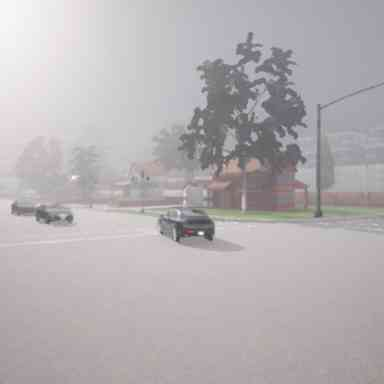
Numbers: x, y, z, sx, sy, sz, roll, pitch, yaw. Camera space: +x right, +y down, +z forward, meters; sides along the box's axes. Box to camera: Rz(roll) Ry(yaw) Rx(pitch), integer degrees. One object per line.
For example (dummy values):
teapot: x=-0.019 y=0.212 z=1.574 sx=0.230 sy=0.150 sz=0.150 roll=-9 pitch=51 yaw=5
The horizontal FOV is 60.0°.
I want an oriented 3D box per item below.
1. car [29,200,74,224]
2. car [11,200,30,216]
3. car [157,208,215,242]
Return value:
car: x=-10.505 y=1.563 z=25.317 sx=2.128 sy=1.511 sz=4.902 roll=0 pitch=0 yaw=-37
car: x=-17.285 y=1.559 z=34.325 sx=1.882 sy=1.535 sz=5.008 roll=0 pitch=0 yaw=-37
car: x=-0.413 y=1.559 z=16.857 sx=1.837 sy=1.490 sz=4.892 roll=1 pitch=-1 yaw=-20
